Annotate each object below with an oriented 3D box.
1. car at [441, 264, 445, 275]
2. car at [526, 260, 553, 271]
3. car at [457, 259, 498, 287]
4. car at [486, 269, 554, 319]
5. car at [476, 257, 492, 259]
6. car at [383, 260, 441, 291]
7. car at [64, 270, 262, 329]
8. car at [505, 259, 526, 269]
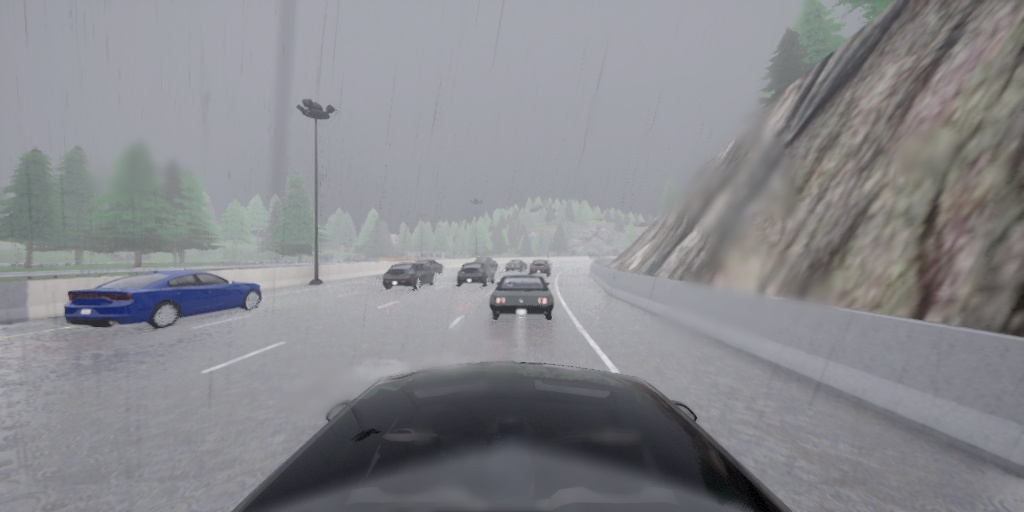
[{"bbox_3d":[-7.891,1.089,33.845,1.837,1.490,4.892,0,0,9],"label":"car"},{"bbox_3d":[2.730,1.088,33.790,1.837,1.490,4.892,0,0,9],"label":"car"},{"bbox_3d":[-2.248,1.143,23.340,1.837,1.490,4.892,0,0,6],"label":"car"},{"bbox_3d":[0.381,1.295,12.482,1.895,1.301,4.718,0,0,3],"label":"car"},{"bbox_3d":[-3.018,0.897,41.109,2.097,1.767,4.553,0,0,11],"label":"car"},{"bbox_3d":[-5.959,1.154,21.312,1.837,1.490,4.892,0,0,5],"label":"car"},{"bbox_3d":[-10.175,1.180,11.129,1.882,1.535,5.008,0,0,2],"label":"car"},{"bbox_3d":[0.557,1.091,41.312,2.033,1.411,5.357,0,0,12],"label":"car"}]
